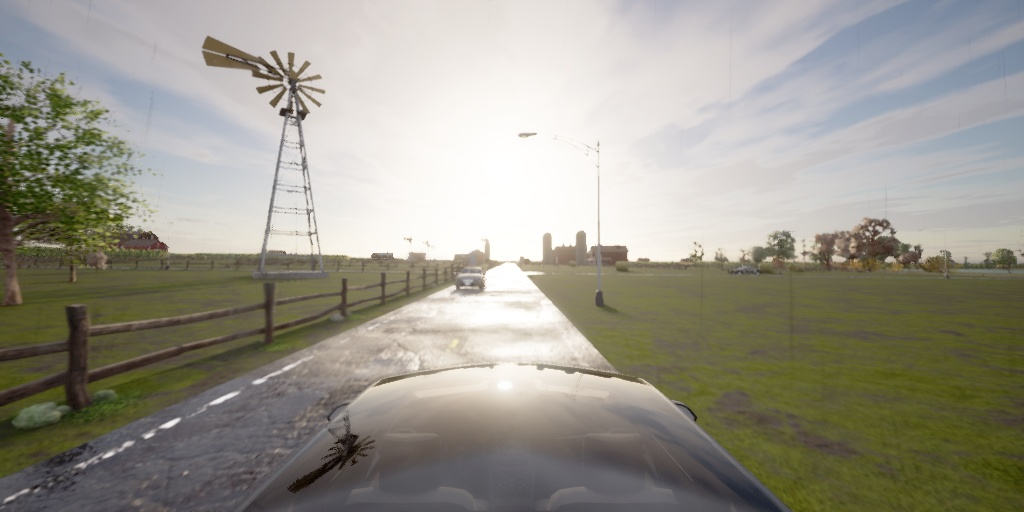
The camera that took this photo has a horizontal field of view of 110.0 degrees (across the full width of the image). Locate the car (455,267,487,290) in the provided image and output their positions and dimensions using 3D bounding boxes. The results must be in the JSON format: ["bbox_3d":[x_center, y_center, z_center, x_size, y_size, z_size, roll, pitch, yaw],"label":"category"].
[{"bbox_3d":[-2.847,1.561,25.629,2.128,1.511,4.902,0,-1,0],"label":"car"}]
